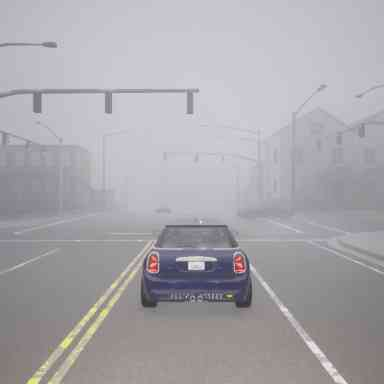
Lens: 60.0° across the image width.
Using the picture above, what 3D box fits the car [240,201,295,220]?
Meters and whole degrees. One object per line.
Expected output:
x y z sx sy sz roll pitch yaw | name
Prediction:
5.853 1.495 26.915 4.902 1.511 2.128 0 0 -12 | car

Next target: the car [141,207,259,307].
0.093 1.352 8.116 2.097 1.767 4.553 0 0 0 | car

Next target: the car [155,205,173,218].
-3.558 2.570 42.599 1.895 1.301 4.718 0 -8 0 | car
